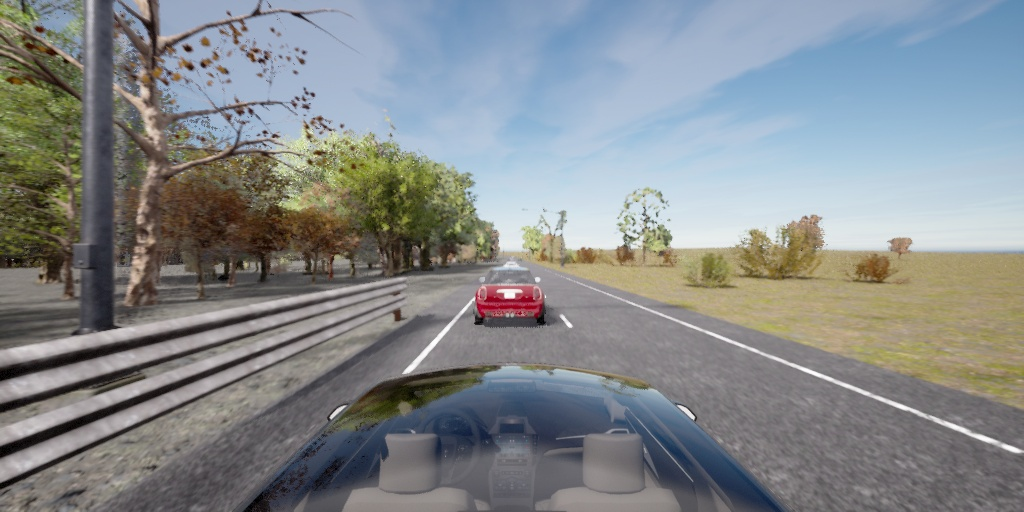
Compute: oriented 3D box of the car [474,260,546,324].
[{"bbox_3d":[-0.064,1.142,12.304,2.097,1.767,4.553,0,0,0],"label":"car"}]
